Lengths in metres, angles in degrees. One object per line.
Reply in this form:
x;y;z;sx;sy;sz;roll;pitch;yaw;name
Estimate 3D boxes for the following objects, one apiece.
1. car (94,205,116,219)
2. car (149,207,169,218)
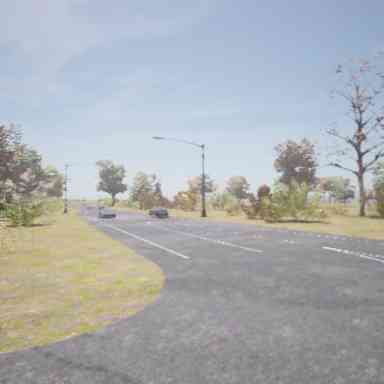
-11.824;2.980;46.204;2.033;1.411;5.357;0;-2;-23;car
-4.800;2.877;47.348;2.128;1.511;4.902;0;-2;-23;car
